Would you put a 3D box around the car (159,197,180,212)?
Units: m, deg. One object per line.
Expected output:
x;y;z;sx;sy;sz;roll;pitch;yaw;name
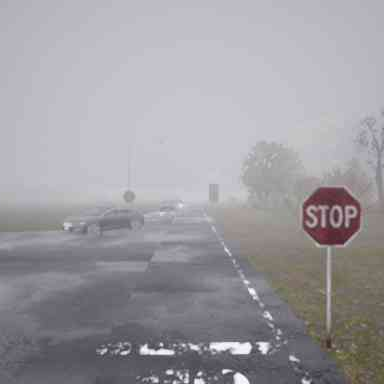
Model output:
-2.814;1.575;39.822;2.033;1.411;5.357;0;0;0;car

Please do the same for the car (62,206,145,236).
-4.771;1.549;18.604;2.128;1.511;4.902;2;1;38;car

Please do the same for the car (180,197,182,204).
-2.852;1.619;64.709;1.895;1.301;4.718;0;0;0;car
